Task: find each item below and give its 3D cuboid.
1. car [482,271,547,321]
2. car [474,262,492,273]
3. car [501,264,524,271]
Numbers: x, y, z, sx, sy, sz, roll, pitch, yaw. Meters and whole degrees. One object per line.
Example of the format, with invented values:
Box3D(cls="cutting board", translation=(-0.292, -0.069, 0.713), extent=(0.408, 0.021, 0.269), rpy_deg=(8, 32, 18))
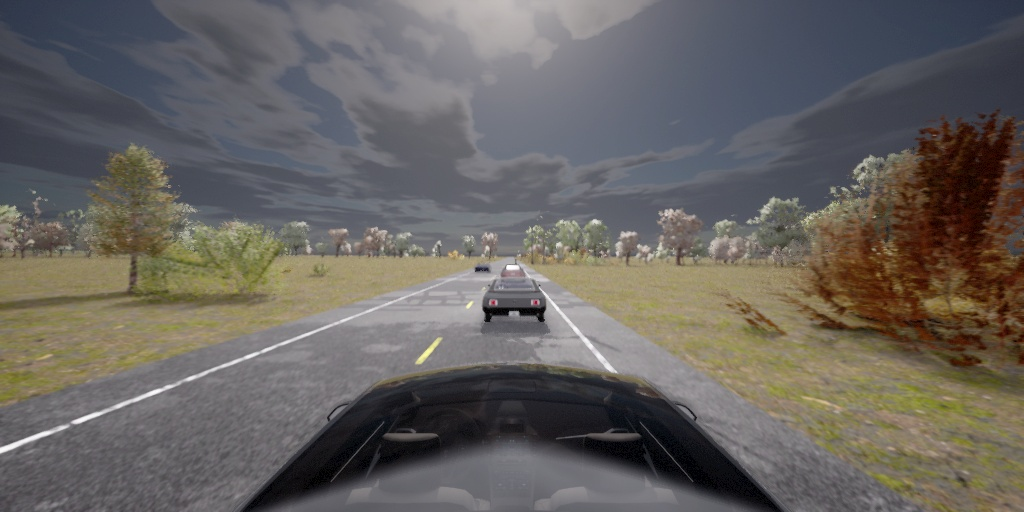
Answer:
Box3D(cls="car", translation=(0.076, 1.374, 12.521), extent=(1.895, 1.301, 4.718), rpy_deg=(0, 0, 0))
Box3D(cls="car", translation=(-3.609, 1.446, 44.789), extent=(1.895, 1.301, 4.718), rpy_deg=(0, 0, 0))
Box3D(cls="car", translation=(0.074, 1.375, 29.761), extent=(1.994, 1.385, 4.181), rpy_deg=(0, 0, 0))
